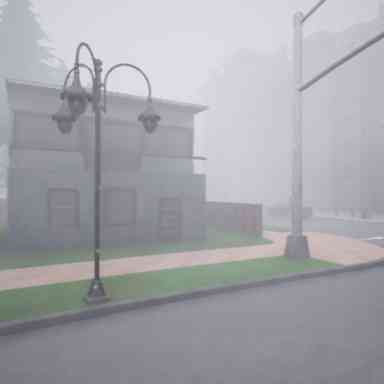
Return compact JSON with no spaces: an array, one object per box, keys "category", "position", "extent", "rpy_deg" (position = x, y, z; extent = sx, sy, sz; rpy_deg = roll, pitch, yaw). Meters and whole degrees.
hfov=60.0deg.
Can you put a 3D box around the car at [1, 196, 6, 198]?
[{"category":"car","position":[-36.831,1.029,66.171],"extent":[1.932,1.855,4.605],"rpy_deg":[0,0,-27]}]

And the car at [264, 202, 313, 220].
[{"category":"car","position":[8.447,1.596,29.604],"extent":[1.882,1.535,5.008],"rpy_deg":[0,0,-26]}]
